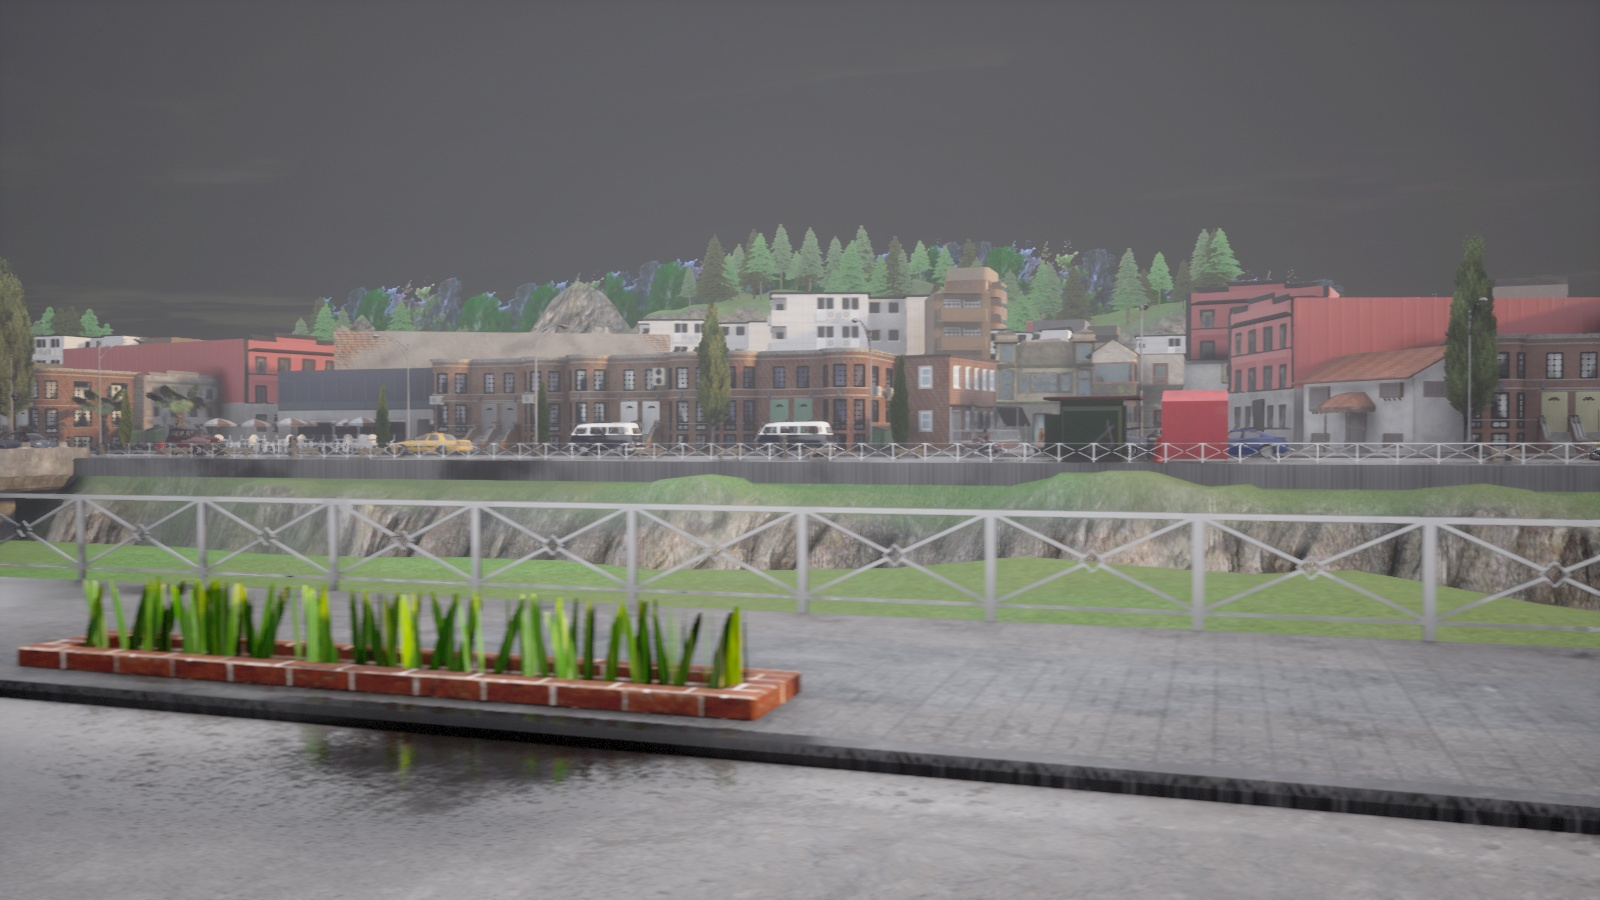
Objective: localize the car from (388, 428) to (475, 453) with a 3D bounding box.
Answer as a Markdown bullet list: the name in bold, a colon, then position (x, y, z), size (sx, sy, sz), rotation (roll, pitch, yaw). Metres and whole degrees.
- **car**: position (-23.784, -0.621, 81.024), size (5.366, 1.575, 1.801), rotation (1, 1, 19)

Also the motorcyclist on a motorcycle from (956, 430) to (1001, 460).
- **motorcyclist on a motorcycle**: position (9.920, -0.302, 69.696), size (2.350, 1.649, 0.766), rotation (0, 1, 19)

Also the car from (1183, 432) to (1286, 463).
- **car**: position (22.591, -0.159, 65.438), size (5.008, 1.535, 1.882), rotation (1, 1, 19)

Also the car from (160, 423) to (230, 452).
- **car**: position (-39.566, -0.841, 82.108), size (3.866, 1.878, 1.905), rotation (1, 1, 19)

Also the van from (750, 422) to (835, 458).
- **van**: position (-0.422, -0.623, 73.168), size (4.480, 2.038, 2.069), rotation (1, 1, 19)

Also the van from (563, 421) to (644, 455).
- **van**: position (-12.047, -0.730, 77.076), size (4.480, 2.038, 2.069), rotation (1, 1, 19)

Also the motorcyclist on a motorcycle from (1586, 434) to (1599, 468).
- **motorcyclist on a motorcycle**: position (36.652, 0.042, 56.493), size (2.044, 1.523, 0.797), rotation (1, 1, 19)

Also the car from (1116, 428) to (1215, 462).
- **car**: position (18.254, -0.264, 62.674), size (4.611, 1.667, 2.242), rotation (1, 1, 19)
